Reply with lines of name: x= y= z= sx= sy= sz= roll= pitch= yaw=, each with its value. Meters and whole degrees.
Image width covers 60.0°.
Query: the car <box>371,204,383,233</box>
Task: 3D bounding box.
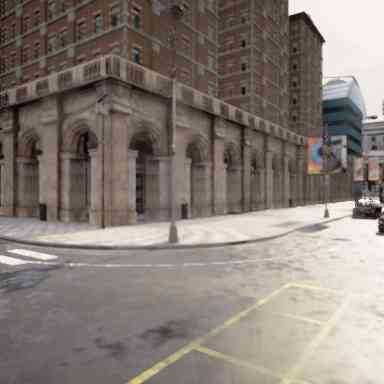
car: x=12.061 y=1.540 z=19.302 sx=2.033 sy=1.411 sz=5.357 roll=0 pitch=0 yaw=36

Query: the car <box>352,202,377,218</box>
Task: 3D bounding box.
car: x=15.561 y=1.572 z=29.538 sx=1.895 sy=1.301 sz=4.718 roll=0 pitch=0 yaw=36
